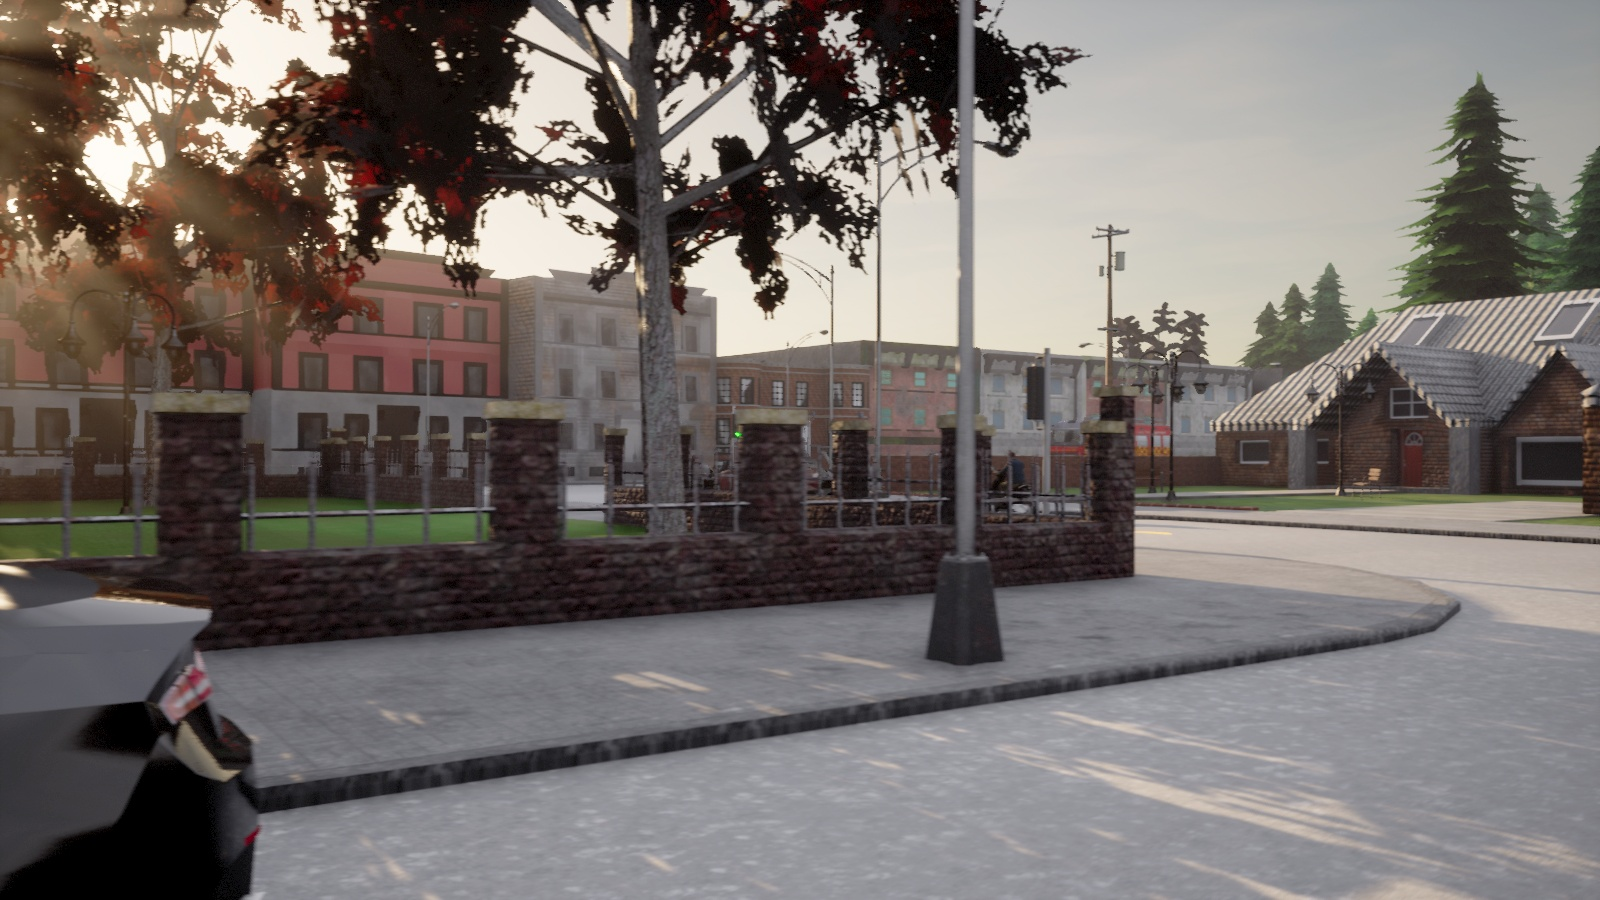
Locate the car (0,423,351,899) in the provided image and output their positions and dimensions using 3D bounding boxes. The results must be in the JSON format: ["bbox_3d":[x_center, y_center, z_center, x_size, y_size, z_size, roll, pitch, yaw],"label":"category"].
[{"bbox_3d":[-3.497,0.710,1.898,4.902,1.511,2.128,0,0,-37],"label":"car"}]

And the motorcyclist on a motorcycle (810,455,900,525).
[{"bbox_3d":[1.232,0.874,28.537,0.866,1.530,2.191,0,0,-36],"label":"motorcyclist on a motorcycle"}]

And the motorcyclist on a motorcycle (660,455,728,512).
[{"bbox_3d":[-2.932,0.898,34.606,0.866,1.530,2.191,0,0,-36],"label":"motorcyclist on a motorcycle"}]

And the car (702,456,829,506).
[{"bbox_3d":[-1.144,0.901,38.866,1.812,1.442,4.674,0,0,-32],"label":"car"}]

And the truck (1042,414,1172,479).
[{"bbox_3d":[18.994,-0.177,77.383,8.468,3.827,2.891,0,0,-35],"label":"truck"}]

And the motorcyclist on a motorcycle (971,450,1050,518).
[{"bbox_3d":[5.017,0.795,30.037,0.866,1.590,1.817,0,-1,-32],"label":"motorcyclist on a motorcycle"}]
